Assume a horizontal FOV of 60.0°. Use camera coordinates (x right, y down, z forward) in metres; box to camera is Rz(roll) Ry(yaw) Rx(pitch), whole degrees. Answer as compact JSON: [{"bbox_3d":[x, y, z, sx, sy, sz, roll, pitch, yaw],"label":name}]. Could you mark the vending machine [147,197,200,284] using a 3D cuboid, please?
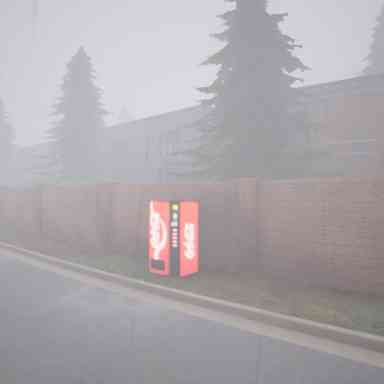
[{"bbox_3d":[-0.484,1.195,8.793,0.880,2.100,1.100,0,0,39],"label":"vending machine"}]
